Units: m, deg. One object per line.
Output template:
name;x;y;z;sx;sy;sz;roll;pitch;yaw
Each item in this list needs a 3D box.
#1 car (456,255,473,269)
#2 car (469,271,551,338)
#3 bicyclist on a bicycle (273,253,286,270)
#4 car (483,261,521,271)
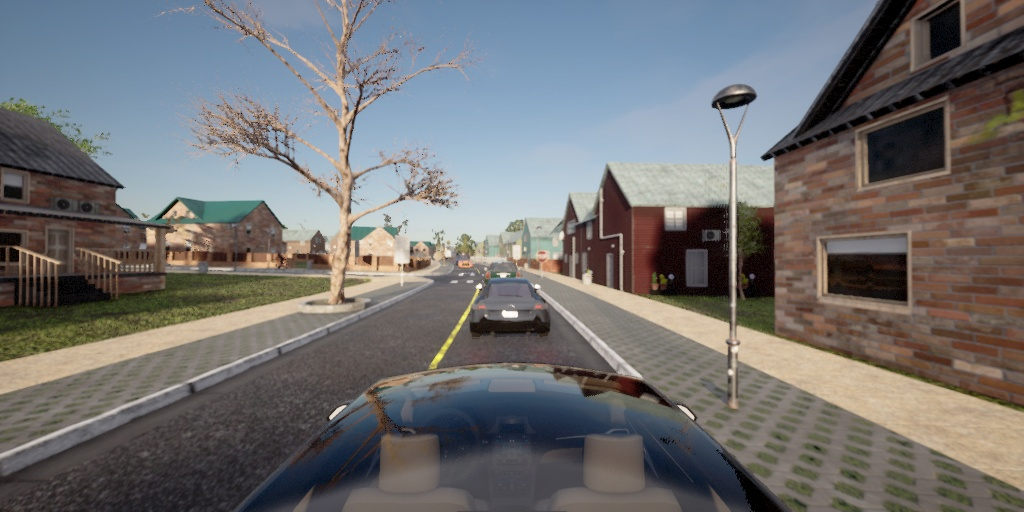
car;-7.003;0.951;53.982;2.097;1.767;4.553;0;0;-9
car;-0.094;1.291;10.157;1.994;1.385;4.181;0;0;-2
bicyclist on a bicycle;-22.954;0.528;35.431;0.582;1.620;1.656;1;0;6
car;-0.545;1.051;20.394;2.097;1.767;4.553;0;0;-3
